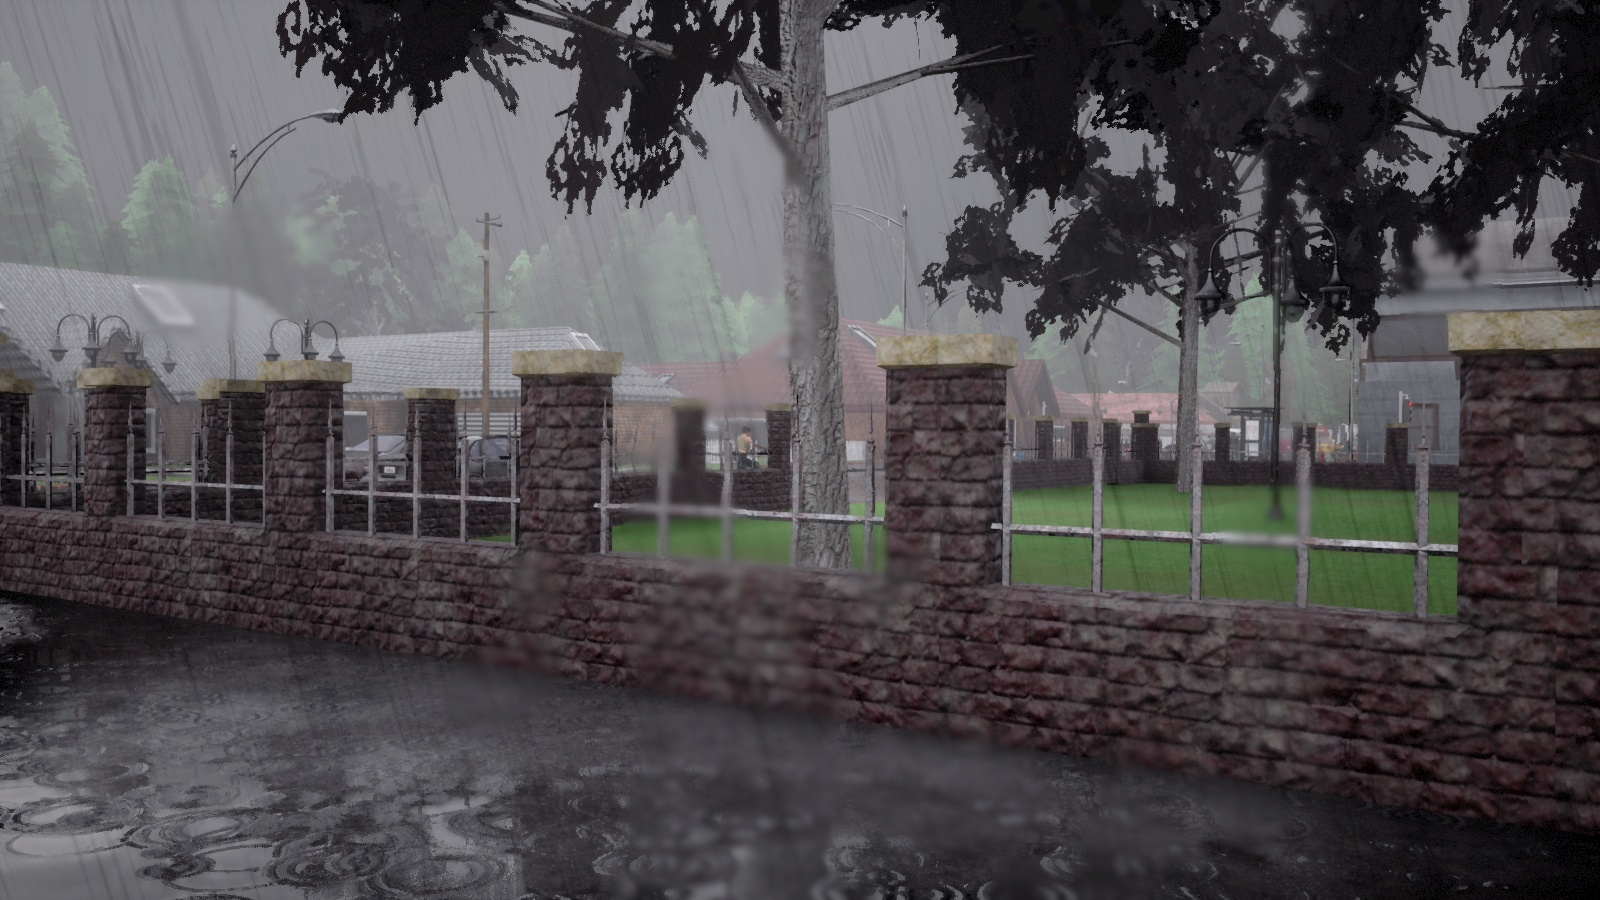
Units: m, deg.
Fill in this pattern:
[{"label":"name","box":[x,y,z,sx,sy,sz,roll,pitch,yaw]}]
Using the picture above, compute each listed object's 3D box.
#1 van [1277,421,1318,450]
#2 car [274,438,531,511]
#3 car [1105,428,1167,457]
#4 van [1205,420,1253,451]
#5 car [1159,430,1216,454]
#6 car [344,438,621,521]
[{"label":"van","box":[34.197,-1.003,86.217,1.775,1.987,4.442,0,1,33]},{"label":"car","box":[-8.695,0.475,28.017,2.033,1.411,5.357,0,1,33]},{"label":"car","box":[18.757,-0.446,69.924,2.007,1.525,4.514,0,1,34]},{"label":"van","box":[29.496,-0.988,86.340,2.069,2.038,4.480,0,1,33]},{"label":"car","box":[24.180,-0.508,78.225,2.033,1.411,5.357,0,1,33]},{"label":"car","box":[-6.040,0.496,24.689,2.033,1.411,5.357,0,1,32]}]
